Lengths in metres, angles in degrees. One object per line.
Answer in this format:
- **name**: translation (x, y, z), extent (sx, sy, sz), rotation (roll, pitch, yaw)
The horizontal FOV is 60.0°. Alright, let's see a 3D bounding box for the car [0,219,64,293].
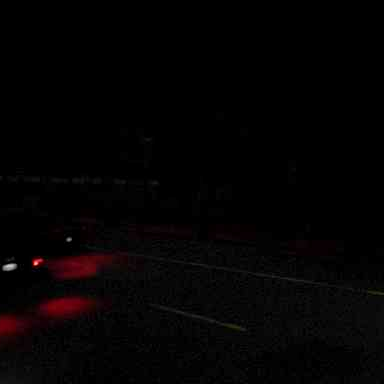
- **car**: translation (-5.624, 1.509, 8.007), extent (5.357, 1.411, 2.033), rotation (1, 0, 36)

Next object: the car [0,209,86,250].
- **car**: translation (-6.164, 1.392, 12.688), extent (5.008, 1.535, 1.882), rotation (2, 1, 35)
